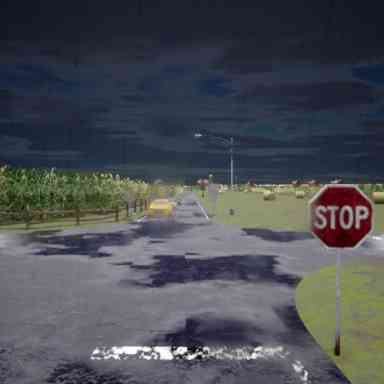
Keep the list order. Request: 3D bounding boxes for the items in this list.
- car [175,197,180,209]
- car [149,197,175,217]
[{"bbox_3d":[-2.905,1.557,41.819,1.895,1.301,4.718,0,0,0],"label":"car"},{"bbox_3d":[-2.884,1.451,31.219,1.882,1.535,5.008,0,0,0],"label":"car"}]
